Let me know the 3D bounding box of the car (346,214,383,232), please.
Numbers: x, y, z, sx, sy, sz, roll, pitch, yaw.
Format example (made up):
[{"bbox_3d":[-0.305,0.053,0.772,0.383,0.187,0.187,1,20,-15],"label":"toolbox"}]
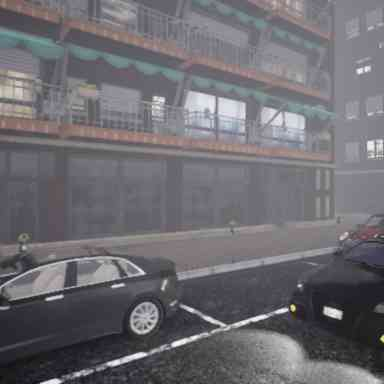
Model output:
[{"bbox_3d":[6.817,1.472,11.420,4.097,1.590,1.967,0,0,-35],"label":"car"}]

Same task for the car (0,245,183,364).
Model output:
[{"bbox_3d":[-2.202,1.553,4.988,4.403,1.369,2.008,0,0,-35],"label":"car"}]

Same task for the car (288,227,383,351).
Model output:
[{"bbox_3d":[3.671,1.580,5.995,4.181,1.385,1.994,0,0,-35],"label":"car"}]
